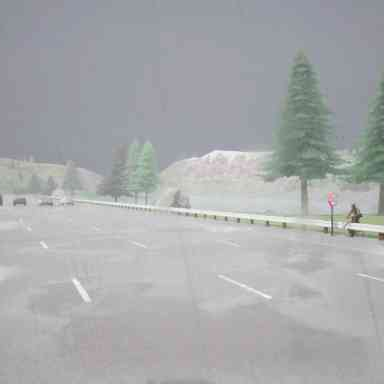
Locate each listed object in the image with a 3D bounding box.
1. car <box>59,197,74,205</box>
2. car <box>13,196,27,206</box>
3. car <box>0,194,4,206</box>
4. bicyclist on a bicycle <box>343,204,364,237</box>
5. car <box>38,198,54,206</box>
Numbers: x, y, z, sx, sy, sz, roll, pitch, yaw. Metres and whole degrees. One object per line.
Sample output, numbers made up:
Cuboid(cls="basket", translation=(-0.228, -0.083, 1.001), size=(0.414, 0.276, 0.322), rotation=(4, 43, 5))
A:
Cuboid(cls="car", translation=(-21.620, 1.526, 57.325), size=(1.812, 1.442, 4.674), rotation=(0, 0, -30))
Cuboid(cls="car", translation=(-29.313, 1.492, 56.578), size=(2.128, 1.511, 4.902), rotation=(0, 0, -31))
Cuboid(cls="car", translation=(-31.963, 1.221, 54.187), size=(2.150, 2.045, 5.566), rotation=(0, 0, -31))
Cuboid(cls="bicyclist on a bicycle", translation=(8.110, 1.435, 16.591), size=(1.656, 1.620, 0.582), rotation=(5, -2, -30))
Cuboid(cls="car", translation=(-23.995, 1.601, 54.471), size=(1.895, 1.301, 4.718), rotation=(0, 0, -31))
